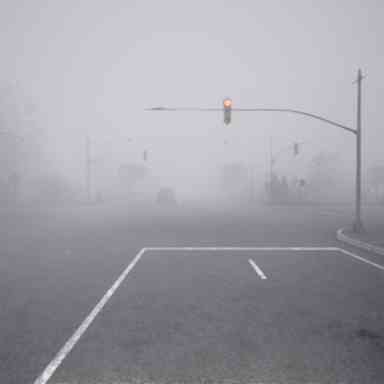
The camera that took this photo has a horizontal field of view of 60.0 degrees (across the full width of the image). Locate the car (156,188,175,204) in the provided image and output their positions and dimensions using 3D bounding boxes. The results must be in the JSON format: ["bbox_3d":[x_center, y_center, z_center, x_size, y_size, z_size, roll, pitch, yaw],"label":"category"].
[{"bbox_3d":[-3.401,0.503,44.089,2.150,2.045,5.566,0,1,0],"label":"car"}]
